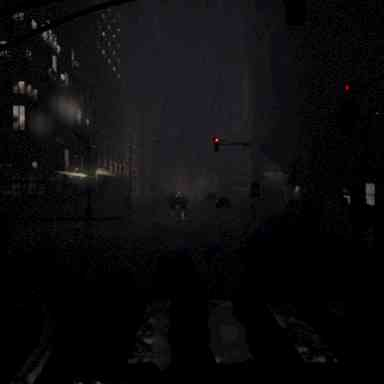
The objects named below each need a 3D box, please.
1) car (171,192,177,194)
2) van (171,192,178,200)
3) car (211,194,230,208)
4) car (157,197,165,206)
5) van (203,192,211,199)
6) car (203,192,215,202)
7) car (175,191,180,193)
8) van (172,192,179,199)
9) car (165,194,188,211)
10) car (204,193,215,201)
[{"bbox_3d":[-4.170,1.217,64.872,1.947,1.339,4.313,0,0,0],"label":"car"},{"bbox_3d":[-4.259,0.886,81.454,1.690,1.788,3.998,0,0,0],"label":"van"},{"bbox_3d":[3.878,1.350,42.806,1.947,1.339,4.313,0,0,0],"label":"car"},{"bbox_3d":[-4.081,1.334,48.290,1.802,1.307,4.206,0,0,0],"label":"car"},{"bbox_3d":[3.621,0.886,81.496,1.690,1.788,3.998,0,0,0],"label":"van"},{"bbox_3d":[3.710,0.966,64.913,2.192,1.841,5.009,0,0,0],"label":"car"},{"bbox_3d":[-4.230,1.020,75.927,1.967,1.590,4.097,0,0,0],"label":"car"},{"bbox_3d":[-4.289,0.850,86.981,1.690,1.788,3.998,0,0,0],"label":"van"},{"bbox_3d":[-1.554,1.302,38.185,2.128,1.511,4.902,0,0,0],"label":"car"},{"bbox_3d":[3.680,1.056,70.442,1.967,1.590,4.097,0,0,0],"label":"car"}]
